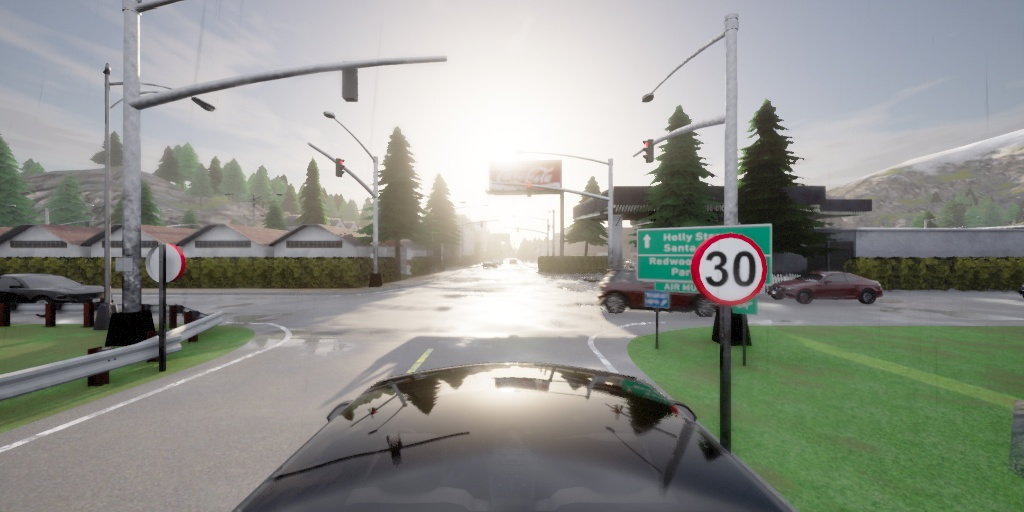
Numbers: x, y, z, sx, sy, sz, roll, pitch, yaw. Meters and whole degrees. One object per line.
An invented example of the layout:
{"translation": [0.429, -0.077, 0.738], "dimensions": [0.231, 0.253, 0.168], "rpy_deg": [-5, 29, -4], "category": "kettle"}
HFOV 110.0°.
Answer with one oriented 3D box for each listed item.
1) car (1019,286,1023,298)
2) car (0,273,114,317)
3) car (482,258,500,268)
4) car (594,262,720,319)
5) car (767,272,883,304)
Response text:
{"translation": [27.199, 1.468, 16.917], "dimensions": [4.674, 1.442, 1.812], "rpy_deg": [0, 0, 1], "category": "car"}
{"translation": [-18.335, 1.419, 13.722], "dimensions": [5.008, 1.535, 1.882], "rpy_deg": [0, 0, 1], "category": "car"}
{"translation": [-3.650, 1.276, 60.039], "dimensions": [1.812, 1.442, 4.674], "rpy_deg": [0, 0, 7], "category": "car"}
{"translation": [5.491, 1.273, 13.622], "dimensions": [4.553, 1.767, 2.097], "rpy_deg": [1, 0, 9], "category": "car"}
{"translation": [14.793, 1.467, 17.048], "dimensions": [4.674, 1.442, 1.812], "rpy_deg": [0, 0, 0], "category": "car"}
